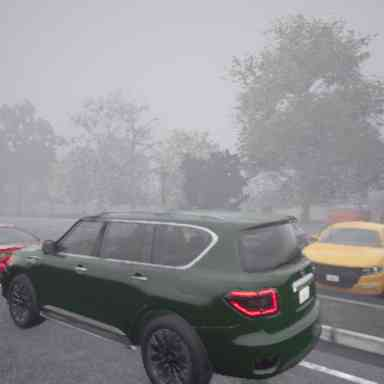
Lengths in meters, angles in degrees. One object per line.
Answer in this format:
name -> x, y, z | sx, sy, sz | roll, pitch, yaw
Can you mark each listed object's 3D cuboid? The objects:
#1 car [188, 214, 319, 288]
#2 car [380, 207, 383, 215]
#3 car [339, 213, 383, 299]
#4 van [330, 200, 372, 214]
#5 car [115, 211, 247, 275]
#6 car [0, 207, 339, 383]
car -> 2.249, 1.596, 10.722 | 2.231, 1.521, 4.892 | 0, -1, 37
car -> 12.464, 1.477, 19.459 | 2.435, 2.045, 5.566 | 0, -1, 37
car -> 4.475, 1.585, 9.070 | 2.097, 1.535, 5.008 | 0, -1, 37
van -> 10.196, 1.514, 21.254 | 1.878, 1.987, 4.442 | 0, -1, 37
car -> -0.088, 1.607, 12.219 | 1.946, 1.575, 5.366 | 0, -1, 37
car -> -0.867, 1.287, 5.424 | 5.566, 2.045, 2.150 | 0, -1, 37
